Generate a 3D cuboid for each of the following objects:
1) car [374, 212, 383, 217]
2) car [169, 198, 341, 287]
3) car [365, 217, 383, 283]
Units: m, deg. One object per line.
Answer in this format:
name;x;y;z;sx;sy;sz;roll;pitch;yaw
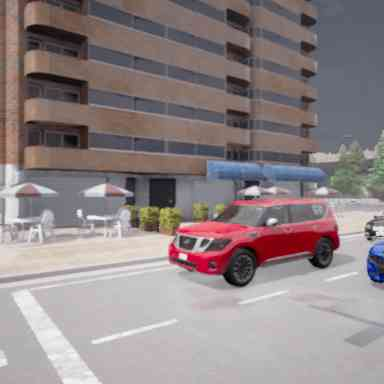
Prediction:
car;9.883;1.490;15.479;4.902;1.511;2.128;0;0;-37
car;2.040;1.221;9.695;5.566;2.045;2.150;0;0;-35
car;6.439;1.477;8.526;5.008;1.535;1.882;0;0;-35
